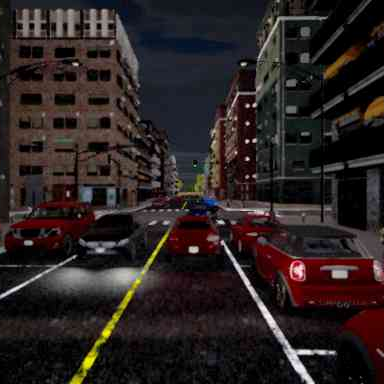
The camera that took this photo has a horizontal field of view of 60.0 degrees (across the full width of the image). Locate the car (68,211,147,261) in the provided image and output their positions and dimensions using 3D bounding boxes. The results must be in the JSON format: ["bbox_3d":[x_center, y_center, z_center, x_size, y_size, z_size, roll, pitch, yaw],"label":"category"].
[{"bbox_3d":[-2.819,1.551,12.602,1.812,1.442,4.674,0,0,0],"label":"car"}]

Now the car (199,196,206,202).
[{"bbox_3d":[2.630,1.726,84.956,1.802,1.307,4.206,0,0,0],"label":"car"}]

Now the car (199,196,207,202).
[{"bbox_3d":[2.626,1.663,79.526,1.752,1.417,4.829,0,0,0],"label":"car"}]

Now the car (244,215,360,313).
[{"bbox_3d":[2.569,1.456,7.717,1.967,1.590,4.097,0,0,0],"label":"car"}]

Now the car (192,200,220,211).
[{"bbox_3d":[0.977,1.607,26.308,1.994,1.385,4.181,-1,0,16],"label":"car"}]

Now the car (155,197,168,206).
[{"bbox_3d":[-5.239,1.650,57.109,1.887,1.381,4.507,0,0,0],"label":"car"}]

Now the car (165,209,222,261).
[{"bbox_3d":[0.068,1.551,12.202,1.812,1.442,4.674,0,0,0],"label":"car"}]

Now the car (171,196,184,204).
[{"bbox_3d":[-2.697,1.601,69.074,1.882,1.535,5.008,0,0,0],"label":"car"}]

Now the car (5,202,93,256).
[{"bbox_3d":[-5.307,1.342,13.317,2.192,1.841,5.009,0,0,0],"label":"car"}]

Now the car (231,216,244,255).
[{"bbox_3d":[2.573,1.572,13.311,1.887,1.381,4.507,0,0,0],"label":"car"}]

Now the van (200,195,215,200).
[{"bbox_3d":[2.603,1.437,51.354,1.690,1.788,3.998,0,0,0],"label":"van"}]

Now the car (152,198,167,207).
[{"bbox_3d":[-5.243,1.678,51.521,1.802,1.307,4.206,0,0,0],"label":"car"}]

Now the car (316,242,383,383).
[{"bbox_3d":[2.565,1.445,2.122,1.967,1.590,4.097,0,0,0],"label":"car"}]
